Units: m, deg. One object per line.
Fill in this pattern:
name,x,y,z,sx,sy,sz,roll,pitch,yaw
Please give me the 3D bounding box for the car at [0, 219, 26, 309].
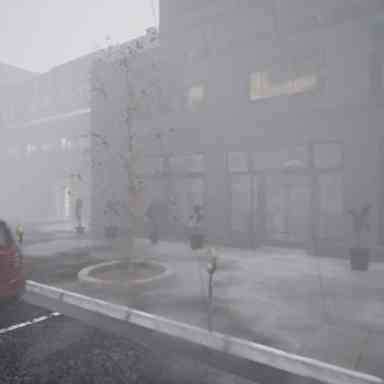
car,-5.330,1.370,6.662,5.009,1.841,2.192,0,0,35
